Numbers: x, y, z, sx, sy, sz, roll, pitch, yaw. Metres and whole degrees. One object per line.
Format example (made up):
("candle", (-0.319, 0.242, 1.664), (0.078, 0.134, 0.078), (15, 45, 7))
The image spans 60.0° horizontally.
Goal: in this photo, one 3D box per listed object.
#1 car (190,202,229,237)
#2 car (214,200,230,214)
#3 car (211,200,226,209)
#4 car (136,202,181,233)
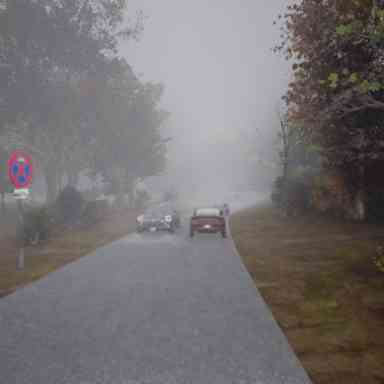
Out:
("car", (0.946, 1.570, 18.841), (1.882, 1.535, 5.008), (0, -1, 4))
("car", (3.406, 1.960, 39.269), (1.994, 1.385, 4.181), (0, -1, 9))
("car", (4.912, 2.213, 61.057), (1.837, 1.490, 4.892), (2, 0, 14))
("car", (-1.901, 1.441, 20.099), (2.097, 1.767, 4.553), (0, -1, 5))
